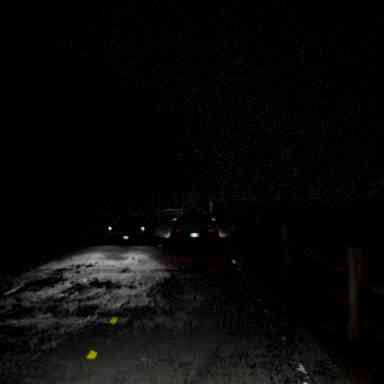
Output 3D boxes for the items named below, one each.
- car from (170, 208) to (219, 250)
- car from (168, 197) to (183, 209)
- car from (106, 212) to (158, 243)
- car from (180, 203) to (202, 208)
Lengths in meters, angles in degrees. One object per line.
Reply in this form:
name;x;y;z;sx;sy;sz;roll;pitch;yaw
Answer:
car;0.097;1.628;14.694;1.994;1.385;4.181;0;0;0
car;-2.807;1.857;57.596;2.150;2.045;5.566;0;-1;1
car;-2.852;1.683;16.598;1.895;1.301;4.718;0;-1;0
car;0.099;1.873;33.542;1.895;1.301;4.718;0;-1;0
